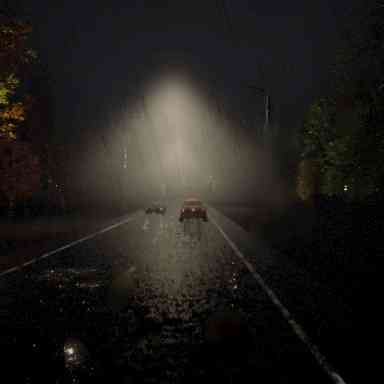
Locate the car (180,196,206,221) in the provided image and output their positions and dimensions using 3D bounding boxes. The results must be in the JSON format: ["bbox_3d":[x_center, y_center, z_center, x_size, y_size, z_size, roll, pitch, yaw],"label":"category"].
[{"bbox_3d":[0.092,1.424,27.817,2.097,1.767,4.553,0,0,0],"label":"car"}]

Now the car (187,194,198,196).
[{"bbox_3d":[0.082,1.364,54.357,2.150,2.045,5.566,0,0,0],"label":"car"}]

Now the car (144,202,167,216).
[{"bbox_3d":[-3.590,1.688,33.502,1.895,1.301,4.718,0,0,0],"label":"car"}]
